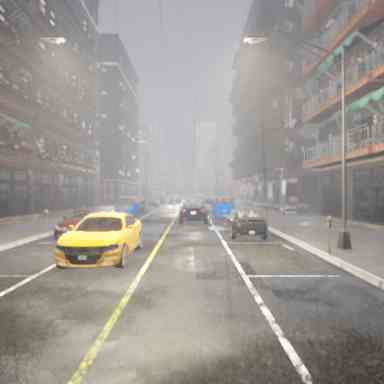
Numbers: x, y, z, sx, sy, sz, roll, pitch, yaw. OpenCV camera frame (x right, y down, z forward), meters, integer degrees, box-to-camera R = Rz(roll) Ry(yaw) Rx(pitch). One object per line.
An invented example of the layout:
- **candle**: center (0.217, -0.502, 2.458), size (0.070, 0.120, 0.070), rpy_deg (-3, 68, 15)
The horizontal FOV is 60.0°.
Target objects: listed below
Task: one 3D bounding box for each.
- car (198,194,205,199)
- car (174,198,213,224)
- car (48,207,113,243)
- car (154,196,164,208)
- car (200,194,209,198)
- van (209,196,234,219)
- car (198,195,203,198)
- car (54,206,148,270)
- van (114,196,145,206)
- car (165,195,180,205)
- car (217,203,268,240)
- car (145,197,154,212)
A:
- **car**: center (2.695, 1.200, 94.164), size (1.887, 1.381, 4.507), rpy_deg (1, 0, 0)
- **car**: center (0.099, 1.404, 24.077), size (2.163, 1.488, 4.792), rpy_deg (0, 0, 0)
- **car**: center (-5.286, 1.514, 16.383), size (1.802, 1.307, 4.206), rpy_deg (1, 0, 0)
- **car**: center (-5.277, 1.372, 44.738), size (2.008, 1.369, 4.403), rpy_deg (1, 0, 0)
- **car**: center (2.570, 1.367, 50.437), size (1.947, 1.339, 4.313), rpy_deg (1, 0, 0)
- **van**: center (2.574, 1.228, 27.753), size (1.690, 1.788, 3.998), rpy_deg (1, 0, 0)
- **car**: center (0.097, 1.433, 41.809), size (1.895, 1.301, 4.718), rpy_deg (0, 0, 0)
- **car**: center (-2.850, 1.431, 11.129), size (1.882, 1.535, 5.008), rpy_deg (0, 0, 0)
- **van**: center (-5.273, 1.228, 27.724), size (1.690, 1.788, 3.998), rpy_deg (1, 0, 0)
- **car**: center (-2.754, 1.314, 54.617), size (2.128, 1.511, 4.902), rpy_deg (0, 0, 0)
- **car**: center (2.573, 1.483, 16.412), size (2.008, 1.369, 4.403), rpy_deg (1, 0, 0)
- **car**: center (-5.276, 1.409, 33.396), size (1.887, 1.381, 4.507), rpy_deg (1, 0, 0)
